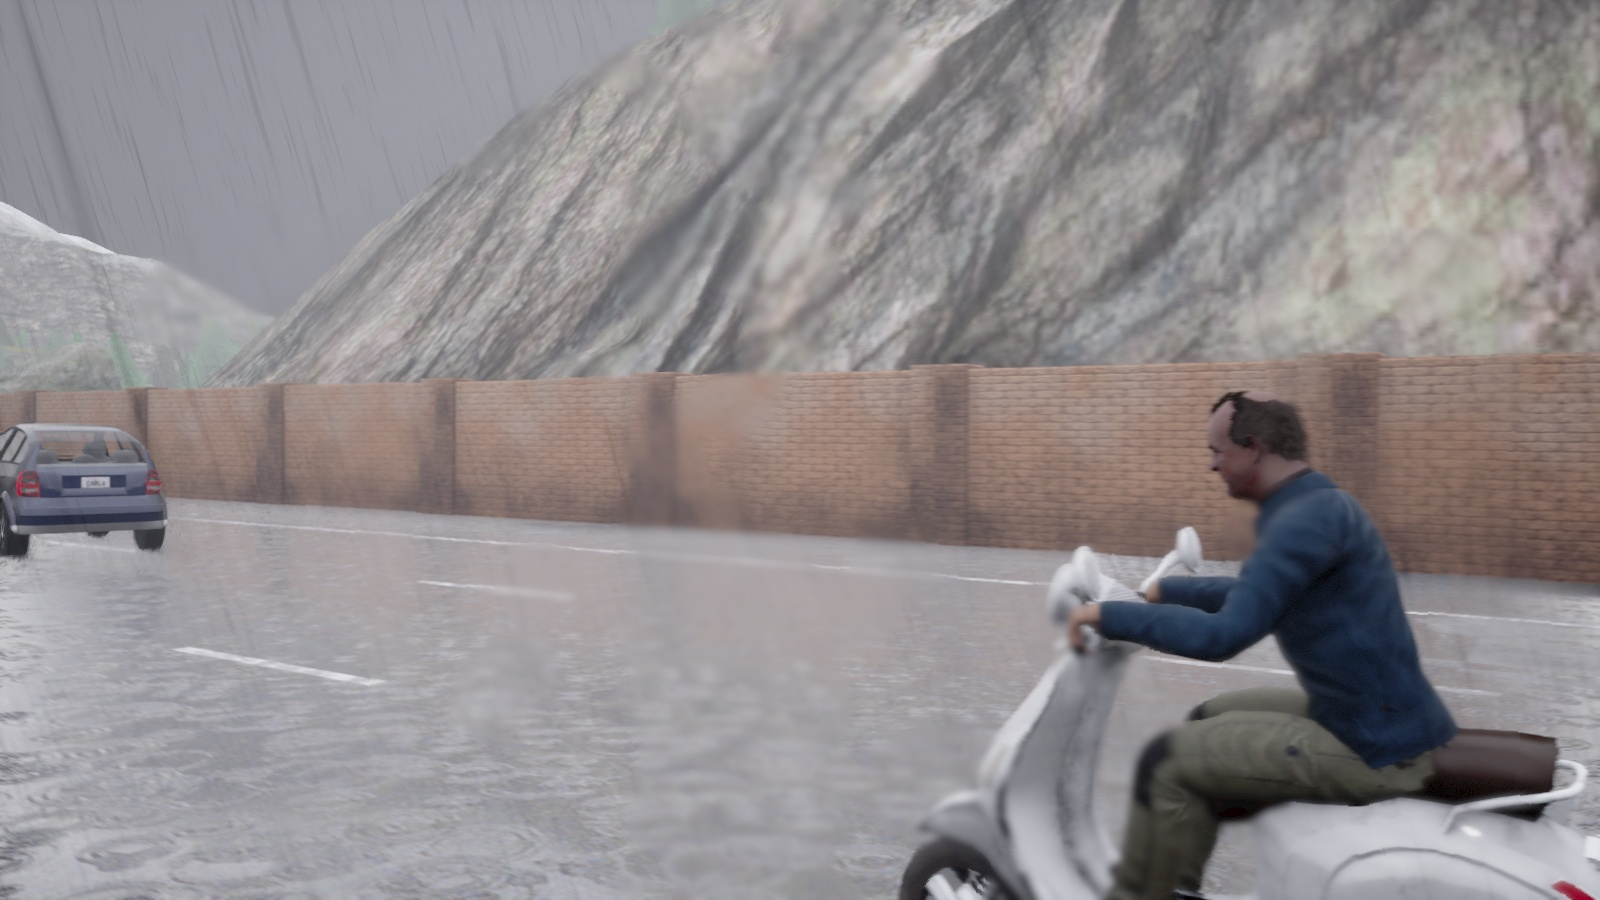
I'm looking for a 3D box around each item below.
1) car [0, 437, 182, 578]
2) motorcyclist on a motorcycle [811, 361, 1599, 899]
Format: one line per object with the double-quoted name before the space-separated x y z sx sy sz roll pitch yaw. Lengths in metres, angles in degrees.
"car" -9.321 0.624 15.830 1.789 1.549 3.705 -1 1 -42
"motorcyclist on a motorcycle" 1.033 0.637 2.937 1.817 1.590 0.866 0 1 34
